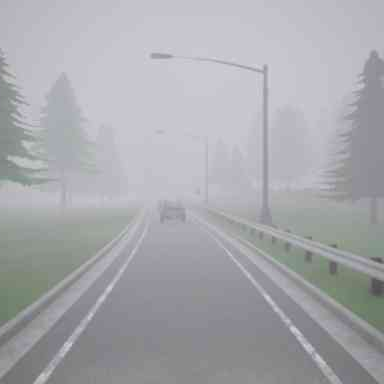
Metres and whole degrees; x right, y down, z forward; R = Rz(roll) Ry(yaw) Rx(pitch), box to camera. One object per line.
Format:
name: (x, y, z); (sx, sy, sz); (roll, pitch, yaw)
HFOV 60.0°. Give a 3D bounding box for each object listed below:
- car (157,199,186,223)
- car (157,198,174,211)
car: (-1.527, 1.488, 25.414); (2.128, 1.511, 4.902); (0, 0, -6)
car: (-3.503, 1.559, 42.663); (1.994, 1.385, 4.181); (0, 0, -7)
